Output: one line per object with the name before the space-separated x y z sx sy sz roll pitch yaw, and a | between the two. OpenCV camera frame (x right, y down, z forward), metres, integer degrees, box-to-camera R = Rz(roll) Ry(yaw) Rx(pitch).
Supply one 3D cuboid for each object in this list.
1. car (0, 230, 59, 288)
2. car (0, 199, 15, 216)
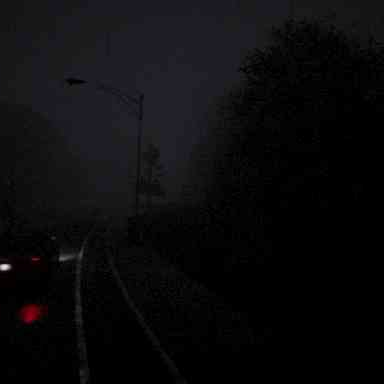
car | -5.097 1.798 9.852 1.994 1.385 4.181 3 -2 -18
car | -16.456 1.361 27.724 2.128 1.511 4.902 2 1 -7
